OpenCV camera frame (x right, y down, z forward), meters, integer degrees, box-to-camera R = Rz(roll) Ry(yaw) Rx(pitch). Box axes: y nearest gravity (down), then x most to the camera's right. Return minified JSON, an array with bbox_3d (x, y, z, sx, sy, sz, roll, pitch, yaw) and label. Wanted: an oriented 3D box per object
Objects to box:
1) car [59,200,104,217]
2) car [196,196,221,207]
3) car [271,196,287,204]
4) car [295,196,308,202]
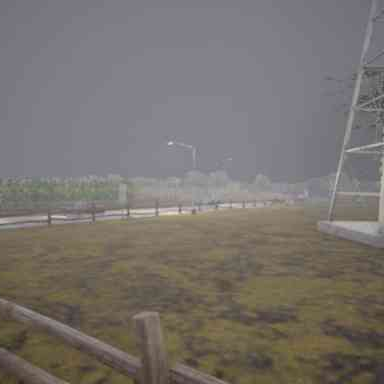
[{"bbox_3d":[-10.348,1.504,31.390,1.994,1.385,4.181,2,1,35],"label":"car"},{"bbox_3d":[2.468,1.416,49.366,2.128,1.511,4.902,2,1,36],"label":"car"},{"bbox_3d":[16.929,1.525,64.693,2.128,1.511,4.902,2,0,35],"label":"car"},{"bbox_3d":[25.398,1.590,76.789,1.882,1.535,5.008,2,1,35],"label":"car"}]
